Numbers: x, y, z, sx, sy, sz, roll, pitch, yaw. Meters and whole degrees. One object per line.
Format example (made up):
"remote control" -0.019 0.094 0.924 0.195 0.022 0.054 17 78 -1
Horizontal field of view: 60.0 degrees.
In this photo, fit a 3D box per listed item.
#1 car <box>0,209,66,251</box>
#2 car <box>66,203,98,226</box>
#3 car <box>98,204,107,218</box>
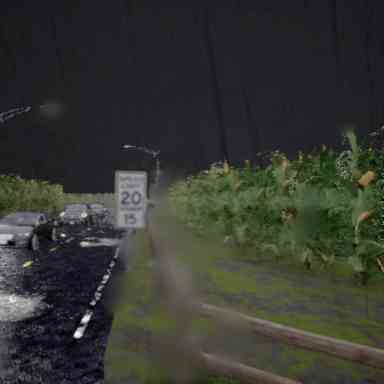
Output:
"car" -7.481 1.658 14.945 2.128 1.511 4.902 1 -1 -8
"car" -9.184 1.732 26.831 2.097 1.767 4.553 1 -1 -8
"car" -10.644 2.075 37.162 1.837 1.490 4.892 1 -1 -8
